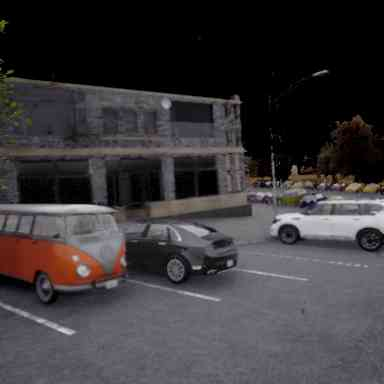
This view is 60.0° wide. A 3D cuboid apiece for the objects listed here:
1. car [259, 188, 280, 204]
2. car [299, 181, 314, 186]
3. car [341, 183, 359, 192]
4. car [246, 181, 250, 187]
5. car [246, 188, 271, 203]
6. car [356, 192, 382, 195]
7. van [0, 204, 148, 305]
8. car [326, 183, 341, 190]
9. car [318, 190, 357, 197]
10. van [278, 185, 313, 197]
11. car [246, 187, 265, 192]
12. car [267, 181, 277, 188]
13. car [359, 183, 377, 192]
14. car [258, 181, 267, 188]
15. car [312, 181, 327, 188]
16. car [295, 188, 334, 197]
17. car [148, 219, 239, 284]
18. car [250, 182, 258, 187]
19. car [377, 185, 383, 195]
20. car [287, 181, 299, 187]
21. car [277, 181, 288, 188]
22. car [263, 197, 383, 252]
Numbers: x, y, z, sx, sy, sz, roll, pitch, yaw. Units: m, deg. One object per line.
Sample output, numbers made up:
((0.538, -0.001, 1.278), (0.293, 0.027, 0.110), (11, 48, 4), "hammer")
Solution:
((11.523, 0.791, 44.338), (2.231, 1.521, 4.892), (0, 6, 41), "car")
((22.550, -1.211, 62.298), (2.185, 1.767, 4.553), (1, 5, 43), "car")
((26.647, -0.715, 54.360), (1.946, 1.575, 5.366), (2, 5, 42), "car")
((13.344, -1.981, 80.871), (2.097, 1.535, 5.008), (1, 5, 45), "car")
((10.094, 0.709, 46.995), (2.002, 1.452, 4.674), (1, 6, 41), "car")
((17.282, 1.300, 33.776), (2.163, 1.488, 4.792), (1, 6, 40), "car")
((-3.397, 1.277, 7.935), (4.442, 1.987, 1.878), (-1, -1, 35), "van")
((25.353, -0.805, 57.104), (2.002, 1.452, 4.674), (1, 5, 42), "car")
((16.072, 1.116, 36.582), (1.946, 1.575, 5.366), (0, 6, 40), "car")
((13.047, 0.671, 41.770), (1.878, 1.987, 4.442), (0, 6, 41), "van")
((8.659, 0.589, 49.655), (2.002, 1.452, 4.674), (0, 6, 42), "car")
((18.524, -1.463, 70.225), (2.097, 1.535, 5.008), (1, 5, 44), "car")
((28.313, -0.626, 52.048), (1.946, 1.575, 5.366), (1, 5, 41), "car")
((17.196, -1.558, 72.853), (2.163, 1.488, 4.792), (2, 6, 44), "car")
((23.956, -0.926, 59.712), (2.002, 1.452, 4.674), (1, 5, 42), "car")
((14.433, 0.902, 39.032), (2.185, 1.767, 4.553), (0, 6, 40), "car")
((-1.011, 1.536, 9.713), (4.892, 1.521, 2.231), (-1, -1, 35), "car")
((15.933, -1.692, 75.564), (2.163, 1.488, 4.792), (1, 5, 44), "car")
((29.604, -0.615, 49.292), (2.185, 1.767, 4.553), (1, 5, 41), "car")
((21.337, -1.229, 65.091), (1.946, 1.575, 5.366), (1, 5, 43), "car")
((19.884, -1.464, 67.598), (2.185, 1.767, 4.553), (2, 6, 43), "car")
((6.402, 1.376, 14.913), (5.566, 2.045, 2.435), (-1, -1, 35), "car")
